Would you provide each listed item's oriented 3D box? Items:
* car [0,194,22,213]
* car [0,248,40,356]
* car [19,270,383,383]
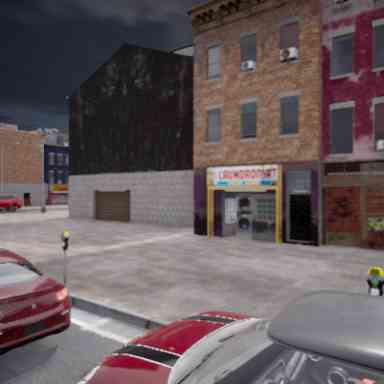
[{"bbox_3d":[-21.394,1.255,35.849,2.150,2.045,5.566,0,0,36],"label":"car"},{"bbox_3d":[-3.686,1.579,5.437,4.206,1.307,1.802,0,0,35],"label":"car"},{"bbox_3d":[0.939,1.440,2.140,4.097,1.590,1.967,0,0,35],"label":"car"}]
